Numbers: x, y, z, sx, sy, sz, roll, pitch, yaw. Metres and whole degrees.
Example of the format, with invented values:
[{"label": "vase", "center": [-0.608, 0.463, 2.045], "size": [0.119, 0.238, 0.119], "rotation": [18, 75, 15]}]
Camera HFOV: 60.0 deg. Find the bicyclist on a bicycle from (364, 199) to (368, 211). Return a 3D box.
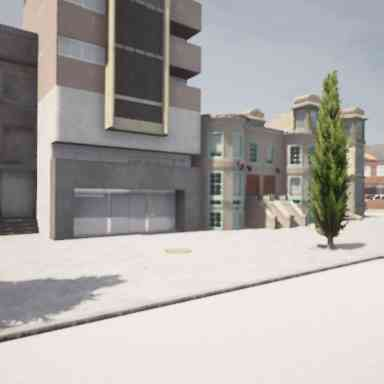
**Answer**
[{"label": "bicyclist on a bicycle", "center": [24.139, 1.814, 46.529], "size": [1.656, 1.620, 0.582], "rotation": [0, 0, -36]}]
